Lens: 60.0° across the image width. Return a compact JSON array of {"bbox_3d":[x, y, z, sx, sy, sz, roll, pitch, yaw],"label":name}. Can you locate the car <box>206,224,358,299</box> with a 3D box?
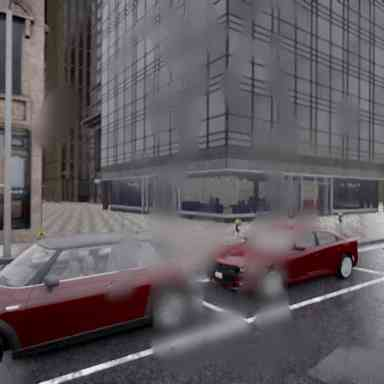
[{"bbox_3d":[2.412,1.533,8.431,4.507,1.381,1.887,0,1,-35],"label":"car"}]

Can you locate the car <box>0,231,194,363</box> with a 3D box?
[{"bbox_3d":[-2.050,1.438,5.286,4.097,1.590,1.967,0,1,-35],"label":"car"}]
